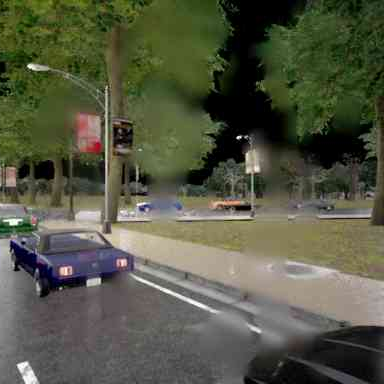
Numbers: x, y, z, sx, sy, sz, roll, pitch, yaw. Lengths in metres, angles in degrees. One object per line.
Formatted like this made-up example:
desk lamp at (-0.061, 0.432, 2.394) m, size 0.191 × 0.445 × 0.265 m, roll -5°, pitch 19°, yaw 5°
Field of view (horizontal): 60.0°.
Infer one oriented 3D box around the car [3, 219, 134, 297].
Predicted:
car at (-3.413, 1.599, 8.732) m, size 1.895 × 1.301 × 4.718 m, roll 0°, pitch 0°, yaw -38°

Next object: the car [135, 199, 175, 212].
car at (-4.620, 1.649, 41.495) m, size 4.674 × 1.442 × 1.812 m, roll 0°, pitch 0°, yaw -16°

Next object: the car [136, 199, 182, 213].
car at (-3.647, 1.603, 38.397) m, size 5.008 × 1.535 × 1.882 m, roll 0°, pitch 0°, yaw -14°

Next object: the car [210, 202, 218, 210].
car at (4.694, 1.530, 43.870) m, size 4.553 × 1.767 × 2.097 m, roll 0°, pitch 0°, yaw -14°

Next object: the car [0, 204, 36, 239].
car at (-8.891, 1.348, 15.859) m, size 2.097 × 1.767 × 4.553 m, roll 0°, pitch 0°, yaw -38°

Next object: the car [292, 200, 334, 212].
car at (16.160, 1.738, 43.420) m, size 4.902 × 1.511 × 2.128 m, roll 0°, pitch 0°, yaw -14°

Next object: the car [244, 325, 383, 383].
car at (2.346, 1.478, 1.248) m, size 1.882 × 1.535 × 5.008 m, roll 0°, pitch 0°, yaw -37°

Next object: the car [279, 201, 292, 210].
car at (14.355, 1.803, 46.316) m, size 4.181 × 1.385 × 1.994 m, roll 0°, pitch 0°, yaw -14°

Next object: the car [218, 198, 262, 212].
car at (6.111, 1.784, 40.877) m, size 4.718 × 1.301 × 1.895 m, roll 0°, pitch 0°, yaw -14°
